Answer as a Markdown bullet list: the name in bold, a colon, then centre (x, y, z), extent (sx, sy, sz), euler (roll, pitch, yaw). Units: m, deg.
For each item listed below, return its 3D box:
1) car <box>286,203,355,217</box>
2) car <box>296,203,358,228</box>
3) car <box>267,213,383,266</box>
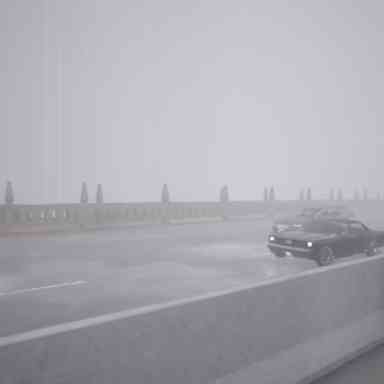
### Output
- **car**: centre (6.185, 1.547, 17.002), extent (4.902, 1.511, 2.128), euler (0, 0, -35)
- **car**: centre (9.744, 1.586, 23.839), extent (4.892, 1.490, 1.837), euler (0, 0, -35)
- **car**: centre (4.833, 1.641, 11.739), extent (4.718, 1.301, 1.895), euler (0, 0, -35)
